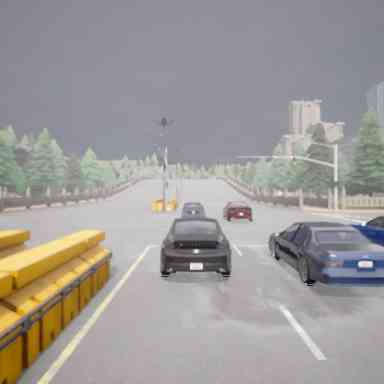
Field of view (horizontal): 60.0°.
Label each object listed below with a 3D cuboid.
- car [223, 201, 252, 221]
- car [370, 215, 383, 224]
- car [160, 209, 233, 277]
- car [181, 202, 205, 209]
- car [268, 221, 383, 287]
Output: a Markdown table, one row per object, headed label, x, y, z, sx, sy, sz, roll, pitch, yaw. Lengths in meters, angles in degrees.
| label | x | y | z | sx | sy | sz | roll | pitch | yaw |
| --- | --- | --- | --- | --- | --- | --- | --- | --- | --- |
| car | 3.605 | 1.473 | 26.872 | 1.882 | 1.535 | 5.008 | 0 | 0 | 0 |
| car | 7.101 | 1.476 | 11.305 | 1.882 | 1.535 | 5.008 | 0 | 0 | 0 |
| car | 0.102 | 1.503 | 10.246 | 1.837 | 1.490 | 4.892 | 0 | 0 | 0 |
| car | 0.104 | 1.543 | 26.736 | 2.033 | 1.411 | 5.357 | 0 | 0 | 0 |
| car | 3.602 | 1.546 | 9.418 | 2.033 | 1.411 | 5.357 | 0 | 0 | 0 |
